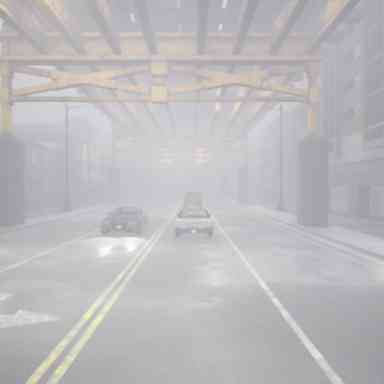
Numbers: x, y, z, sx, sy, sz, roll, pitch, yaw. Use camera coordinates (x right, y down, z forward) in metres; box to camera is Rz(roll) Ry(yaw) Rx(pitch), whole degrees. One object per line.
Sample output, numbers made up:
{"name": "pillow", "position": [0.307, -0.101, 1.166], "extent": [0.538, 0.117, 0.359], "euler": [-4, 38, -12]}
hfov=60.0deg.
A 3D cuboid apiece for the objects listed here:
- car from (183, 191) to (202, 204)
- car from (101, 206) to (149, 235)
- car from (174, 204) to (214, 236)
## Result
{"name": "car", "position": [0.076, 0.868, 41.108], "extent": [2.150, 2.045, 5.566], "euler": [0, 1, 0]}
{"name": "car", "position": [-3.518, 1.479, 18.016], "extent": [1.994, 1.385, 4.181], "euler": [0, 0, 0]}
{"name": "car", "position": [0.090, 1.518, 17.720], "extent": [1.895, 1.301, 4.718], "euler": [0, 0, 0]}
